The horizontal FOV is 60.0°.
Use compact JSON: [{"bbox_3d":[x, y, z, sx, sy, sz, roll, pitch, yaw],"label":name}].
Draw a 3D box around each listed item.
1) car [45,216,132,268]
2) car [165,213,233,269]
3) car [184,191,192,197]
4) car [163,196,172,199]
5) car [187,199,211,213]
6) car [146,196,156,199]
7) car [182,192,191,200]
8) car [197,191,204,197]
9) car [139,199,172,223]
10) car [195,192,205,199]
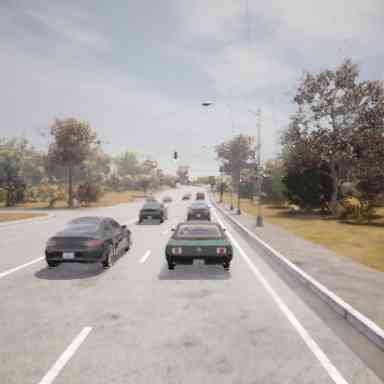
[{"bbox_3d":[-3.290,1.544,11.219,1.812,1.442,4.674,0,0,1],"label":"car"},{"bbox_3d":[0.224,1.621,11.220,1.895,1.301,4.718,0,0,1],"label":"car"},{"bbox_3d":[-1.144,0.570,91.675,1.895,1.301,4.718,0,3,2],"label":"car"},{"bbox_3d":[-5.254,1.589,70.898,1.812,1.442,4.674,0,1,2],"label":"car"},{"bbox_3d":[0.552,1.573,26.557,1.812,1.442,4.674,0,0,2],"label":"car"},{"bbox_3d":[-8.753,1.564,71.000,1.837,1.490,4.892,0,1,2],"label":"car"},{"bbox_3d":[-1.437,1.229,81.676,1.895,1.301,4.718,0,3,2],"label":"car"},{"bbox_3d":[2.354,0.571,91.573,1.895,1.301,4.718,0,3,2],"label":"car"},{"bbox_3d":[-2.948,1.550,26.017,1.837,1.490,4.892,0,0,2],"label":"car"},{"bbox_3d":[2.049,0.880,81.140,2.150,2.045,5.566,0,3,2],"label":"car"}]
